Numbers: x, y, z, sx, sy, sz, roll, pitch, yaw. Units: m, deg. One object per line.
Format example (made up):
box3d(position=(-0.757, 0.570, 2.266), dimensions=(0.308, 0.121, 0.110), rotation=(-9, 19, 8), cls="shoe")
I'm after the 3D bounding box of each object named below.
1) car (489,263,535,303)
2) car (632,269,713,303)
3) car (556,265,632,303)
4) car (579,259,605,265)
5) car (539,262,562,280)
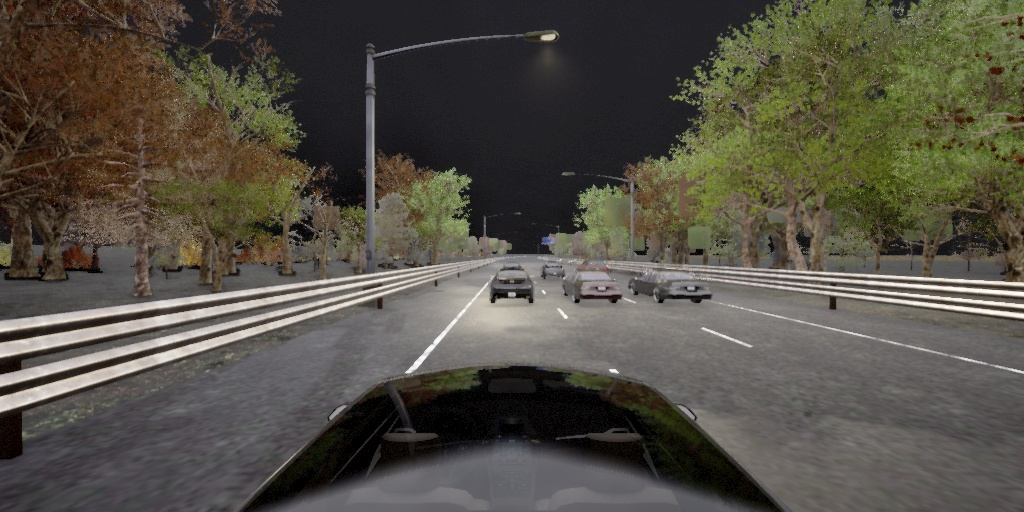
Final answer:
box3d(position=(0.000, 1.263, 16.500), dimensions=(1.837, 1.490, 4.892), rotation=(0, 0, 0), cls="car")
box3d(position=(7.000, 1.309, 16.500), dimensions=(2.033, 1.411, 5.357), rotation=(0, 0, 0), cls="car")
box3d(position=(3.500, 1.309, 16.500), dimensions=(2.033, 1.411, 5.357), rotation=(0, 0, 0), cls="car")
box3d(position=(7.000, 1.106, 31.470), dimensions=(2.097, 1.767, 4.553), rotation=(0, 0, 0), cls="car")
box3d(position=(3.500, 1.235, 31.500), dimensions=(2.128, 1.511, 4.902), rotation=(0, 0, 0), cls="car")
